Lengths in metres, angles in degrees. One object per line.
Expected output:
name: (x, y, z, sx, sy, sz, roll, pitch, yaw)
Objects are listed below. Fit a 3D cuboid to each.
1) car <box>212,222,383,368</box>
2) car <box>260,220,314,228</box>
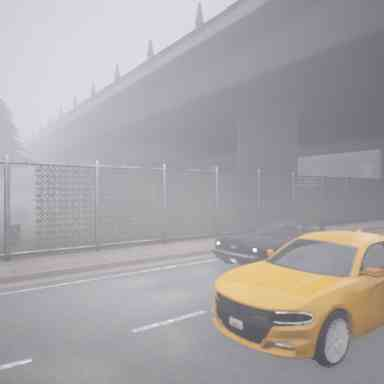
car: (2.592, 1.478, 5.951, 5.008, 1.535, 1.882, 0, 0, -37)
car: (2.930, 1.601, 10.570, 4.718, 1.301, 1.895, 0, 0, -37)
